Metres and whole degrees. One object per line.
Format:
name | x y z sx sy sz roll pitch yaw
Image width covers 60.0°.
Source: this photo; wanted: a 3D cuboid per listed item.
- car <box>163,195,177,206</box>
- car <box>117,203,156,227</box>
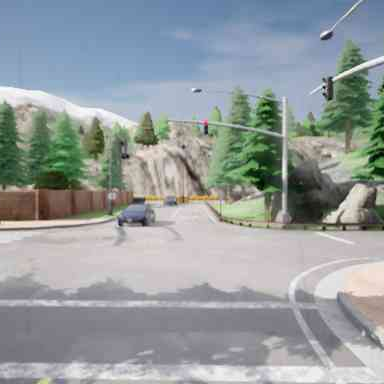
car | -3.495 1.329 54.390 2.097 1.767 4.553 0 0 0
car | -3.671 1.514 22.960 1.812 1.442 4.674 0 0 5
